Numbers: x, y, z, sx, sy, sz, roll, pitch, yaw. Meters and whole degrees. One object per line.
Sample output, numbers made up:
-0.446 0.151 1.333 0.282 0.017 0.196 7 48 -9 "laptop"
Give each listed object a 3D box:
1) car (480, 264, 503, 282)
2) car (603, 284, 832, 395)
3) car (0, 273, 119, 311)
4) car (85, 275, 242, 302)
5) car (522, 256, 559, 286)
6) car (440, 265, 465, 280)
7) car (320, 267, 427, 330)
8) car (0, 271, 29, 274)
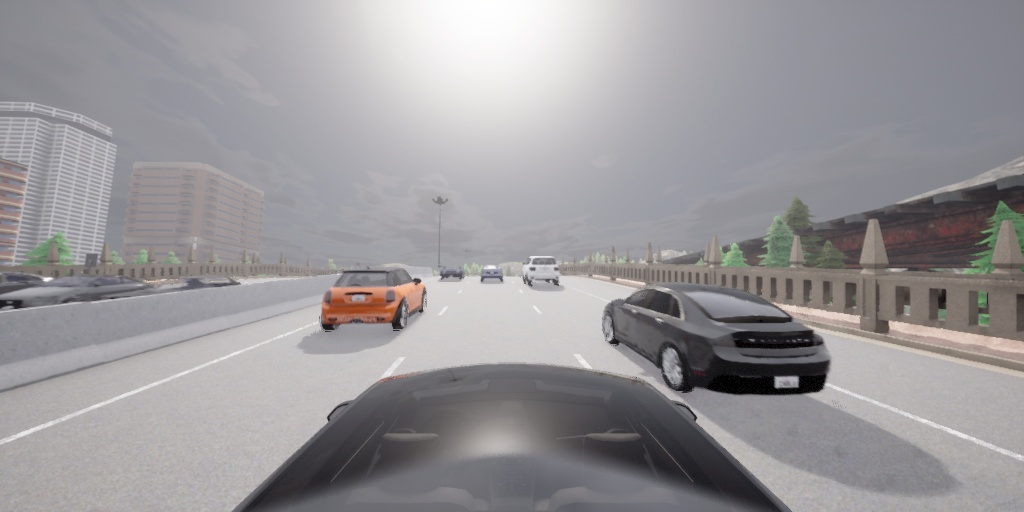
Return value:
-1.715 1.382 30.515 2.033 1.411 5.357 0 -1 -3 "car"
3.201 1.270 6.782 1.837 1.490 4.892 0 0 -3 "car"
-14.868 1.344 12.476 1.994 1.385 4.181 0 0 -3 "car"
-11.375 1.382 12.693 1.895 1.301 4.718 0 0 -3 "car"
2.032 1.037 26.440 2.150 2.045 5.566 0 0 -3 "car"
-5.367 1.469 32.978 1.895 1.301 4.718 0 -1 -3 "car"
-4.083 1.128 11.358 2.097 1.767 4.553 0 0 -3 "car"
-18.356 1.271 12.155 2.128 1.511 4.902 0 0 -3 "car"
